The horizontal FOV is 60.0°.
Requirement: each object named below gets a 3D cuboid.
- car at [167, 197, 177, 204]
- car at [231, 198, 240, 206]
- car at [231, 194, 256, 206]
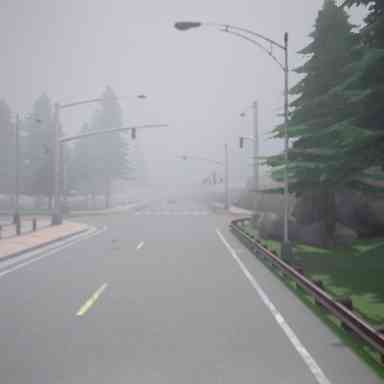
[{"bbox_3d":[-4.136,1.672,68.215,1.882,1.535,5.008,0,0,0],"label":"car"},{"bbox_3d":[8.834,1.317,52.318,4.605,1.855,1.932,0,0,-1],"label":"car"},{"bbox_3d":[8.419,1.327,54.828,3.866,1.878,1.905,0,0,-1],"label":"car"}]
